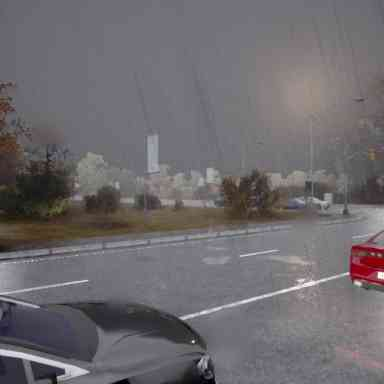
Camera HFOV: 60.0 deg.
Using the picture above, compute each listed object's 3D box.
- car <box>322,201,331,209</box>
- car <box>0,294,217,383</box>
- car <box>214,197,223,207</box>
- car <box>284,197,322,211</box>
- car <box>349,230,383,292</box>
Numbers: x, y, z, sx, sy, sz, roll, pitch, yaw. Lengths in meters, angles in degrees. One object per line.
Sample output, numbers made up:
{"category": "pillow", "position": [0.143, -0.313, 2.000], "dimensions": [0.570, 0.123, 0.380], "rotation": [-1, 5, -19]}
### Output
{"category": "car", "position": [13.898, 1.281, 39.162], "dimensions": [1.812, 1.442, 4.674], "rotation": [-1, 0, -39]}
{"category": "car", "position": [-2.007, 1.492, 2.299], "dimensions": [4.902, 1.511, 2.128], "rotation": [0, 0, -35]}
{"category": "car", "position": [5.056, 1.296, 44.561], "dimensions": [1.837, 1.490, 4.892], "rotation": [-1, 0, -39]}
{"category": "car", "position": [11.113, 1.334, 37.009], "dimensions": [2.033, 1.411, 5.357], "rotation": [-1, 0, -39]}
{"category": "car", "position": [5.709, 1.445, 7.814], "dimensions": [5.008, 1.535, 1.882], "rotation": [0, 0, -36]}
